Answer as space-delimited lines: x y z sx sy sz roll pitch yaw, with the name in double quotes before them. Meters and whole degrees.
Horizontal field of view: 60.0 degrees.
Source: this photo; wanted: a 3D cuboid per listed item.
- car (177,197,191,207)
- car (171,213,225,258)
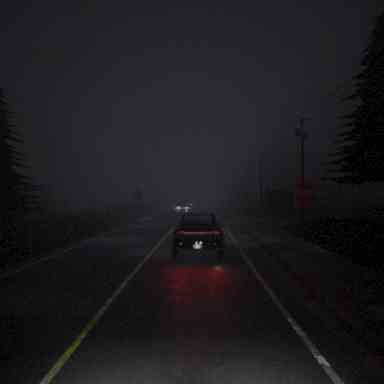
"car" -1.693 2.018 60.776 1.895 1.301 4.718 0 0 3
"car" 0.275 1.577 13.273 2.128 1.511 4.902 0 0 2
